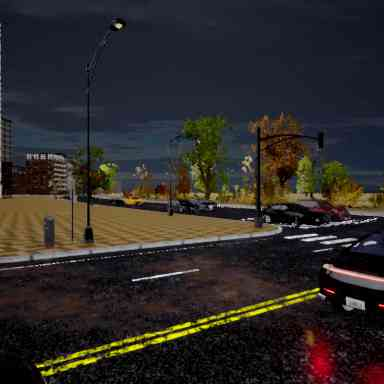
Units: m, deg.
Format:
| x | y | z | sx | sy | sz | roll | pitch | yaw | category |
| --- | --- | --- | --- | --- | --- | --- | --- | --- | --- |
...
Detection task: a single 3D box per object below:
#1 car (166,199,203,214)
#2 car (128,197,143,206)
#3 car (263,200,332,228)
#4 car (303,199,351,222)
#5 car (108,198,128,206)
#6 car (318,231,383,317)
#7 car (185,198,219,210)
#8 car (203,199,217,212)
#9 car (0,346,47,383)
| x | y | z | sx | sy | sz | roll | pitch | yaw | category |
| --- | --- | --- | --- | --- | --- | --- | --- | --- | --- |
| -1.190 | 1.587 | 37.299 | 1.837 | 1.490 | 4.892 | 0 | 0 | -32 | car |
| -10.391 | 1.594 | 59.217 | 1.882 | 1.535 | 5.008 | 0 | 0 | -30 | car |
| 6.887 | 1.518 | 22.936 | 1.882 | 1.535 | 5.008 | 0 | -1 | -21 | car |
| 9.924 | 1.381 | 26.034 | 2.097 | 1.767 | 4.553 | 0 | 0 | -35 | car |
| -13.064 | 1.692 | 57.347 | 1.994 | 1.385 | 4.181 | 0 | 0 | -29 | car |
| 4.502 | 1.491 | 6.453 | 4.902 | 1.511 | 2.128 | 0 | 0 | -34 | car |
| 1.280 | 1.619 | 46.081 | 2.033 | 1.411 | 5.357 | 0 | 0 | -31 | car |
| 0.907 | 1.565 | 40.093 | 2.128 | 1.511 | 4.902 | 0 | 0 | -32 | car |
| -3.081 | 1.491 | 1.210 | 4.902 | 1.511 | 2.128 | 0 | 0 | -35 | car |
